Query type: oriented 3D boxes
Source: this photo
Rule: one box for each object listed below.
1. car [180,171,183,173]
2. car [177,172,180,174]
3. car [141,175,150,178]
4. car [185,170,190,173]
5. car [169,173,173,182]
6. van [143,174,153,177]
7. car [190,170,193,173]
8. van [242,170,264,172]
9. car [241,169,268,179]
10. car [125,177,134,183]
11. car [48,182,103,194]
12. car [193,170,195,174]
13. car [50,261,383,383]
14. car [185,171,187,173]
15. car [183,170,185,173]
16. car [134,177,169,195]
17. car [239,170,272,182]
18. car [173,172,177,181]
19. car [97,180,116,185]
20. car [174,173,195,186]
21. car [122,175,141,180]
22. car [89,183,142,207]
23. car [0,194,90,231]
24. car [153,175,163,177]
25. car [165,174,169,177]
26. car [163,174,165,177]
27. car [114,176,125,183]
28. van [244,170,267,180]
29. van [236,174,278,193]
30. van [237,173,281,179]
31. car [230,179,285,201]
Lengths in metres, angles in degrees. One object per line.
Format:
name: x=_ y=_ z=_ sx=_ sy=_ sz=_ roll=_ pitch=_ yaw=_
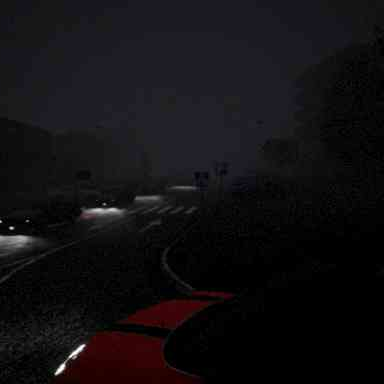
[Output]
car: x=-5.047 y=-2.988 z=68.807 sx=5.008 sy=1.535 sz=2.097 roll=-3 pitch=5 yaw=-10
car: x=-5.520 y=-2.747 z=65.918 sx=4.892 sy=1.521 sz=2.231 roll=-3 pitch=5 yaw=-10
car: x=-8.797 y=-1.069 z=45.695 sx=5.008 sy=1.535 sz=2.097 roll=-3 pitch=4 yaw=-11
car: x=-3.587 y=-3.813 z=77.455 sx=4.553 sy=1.767 sz=2.185 roll=-3 pitch=5 yaw=-10
car: x=-6.479 y=-2.269 z=60.149 sx=5.008 sy=1.535 sz=2.097 roll=-3 pitch=4 yaw=-11
van: x=-8.453 y=-1.529 z=48.550 sx=4.442 sy=1.987 sz=1.878 roll=-3 pitch=5 yaw=-11
car: x=-3.122 y=-3.910 z=80.350 sx=5.008 sy=1.535 sz=2.097 roll=-3 pitch=4 yaw=-10
van: x=8.872 y=-1.552 z=44.776 sx=4.442 sy=1.987 sz=1.878 roll=-1 pitch=5 yaw=-9
car: x=13.934 y=-4.025 z=74.245 sx=5.566 sy=2.045 sz=2.435 roll=-1 pitch=4 yaw=-10
car: x=-9.732 y=-0.556 z=39.879 sx=4.792 sy=1.488 sz=2.163 roll=-3 pitch=5 yaw=-11
car: x=-11.066 y=0.175 z=31.172 sx=4.674 sy=1.452 sz=2.002 roll=-3 pitch=4 yaw=-11
car: x=-2.647 y=-4.124 z=83.235 sx=5.008 sy=1.535 sz=2.097 roll=-3 pitch=4 yaw=-10
car: x=1.022 y=1.345 z=2.387 sx=4.553 sy=1.767 sz=2.097 roll=0 pitch=0 yaw=32
car: x=-4.098 y=-3.420 z=74.589 sx=4.674 sy=1.452 sz=2.002 roll=-3 pitch=4 yaw=-10
car: x=-4.549 y=-3.351 z=71.686 sx=4.553 sy=1.767 sz=2.185 roll=-3 pitch=5 yaw=-10
car: x=-4.532 y=-0.554 z=38.243 sx=1.882 sy=1.535 sz=5.008 roll=0 pitch=5 yaw=12
car: x=11.977 y=-3.059 z=62.464 sx=5.566 sy=2.045 sz=2.435 roll=-1 pitch=4 yaw=-10
car: x=-5.996 y=-2.507 z=63.034 sx=4.892 sy=1.521 sz=2.231 roll=-3 pitch=5 yaw=-11
car: x=-10.585 y=-0.078 z=34.084 sx=4.792 sy=1.488 sz=2.163 roll=-3 pitch=4 yaw=-11
car: x=-1.056 y=-1.845 z=53.444 sx=1.994 sy=1.385 sz=4.181 roll=0 pitch=5 yaw=9
car: x=-9.221 y=-0.954 z=42.781 sx=4.553 sy=1.767 sz=2.185 roll=-3 pitch=5 yaw=-11
car: x=-6.328 y=0.351 z=28.235 sx=2.033 sy=1.411 sz=5.357 roll=0 pitch=5 yaw=9
car: x=-7.932 y=1.132 z=18.073 sx=2.033 sy=1.411 sz=5.357 roll=0 pitch=3 yaw=9
car: x=-7.686 y=-1.561 z=51.515 sx=5.366 sy=1.575 sz=1.946 roll=-3 pitch=4 yaw=-11
car: x=-6.909 y=-2.001 z=57.266 sx=4.792 sy=1.488 sz=2.163 roll=-3 pitch=4 yaw=-11
car: x=-7.413 y=-1.789 z=54.371 sx=5.008 sy=1.535 sz=2.097 roll=-3 pitch=4 yaw=-11
car: x=-10.133 y=-0.473 z=36.972 sx=4.553 sy=1.767 sz=2.185 roll=-3 pitch=5 yaw=-11
van: x=13.041 y=-3.526 z=68.374 sx=4.442 sy=1.987 sz=1.878 roll=-1 pitch=4 yaw=-10
van: x=7.520 y=-1.053 z=38.851 sx=4.442 sy=1.987 sz=1.878 roll=-1 pitch=5 yaw=-9
van: x=6.624 y=-0.565 z=33.024 sx=4.442 sy=1.987 sz=1.878 roll=-1 pitch=5 yaw=-9
car: x=5.943 y=-0.091 z=30.088 sx=5.008 sy=1.535 sz=2.097 roll=-1 pitch=5 yaw=-9
